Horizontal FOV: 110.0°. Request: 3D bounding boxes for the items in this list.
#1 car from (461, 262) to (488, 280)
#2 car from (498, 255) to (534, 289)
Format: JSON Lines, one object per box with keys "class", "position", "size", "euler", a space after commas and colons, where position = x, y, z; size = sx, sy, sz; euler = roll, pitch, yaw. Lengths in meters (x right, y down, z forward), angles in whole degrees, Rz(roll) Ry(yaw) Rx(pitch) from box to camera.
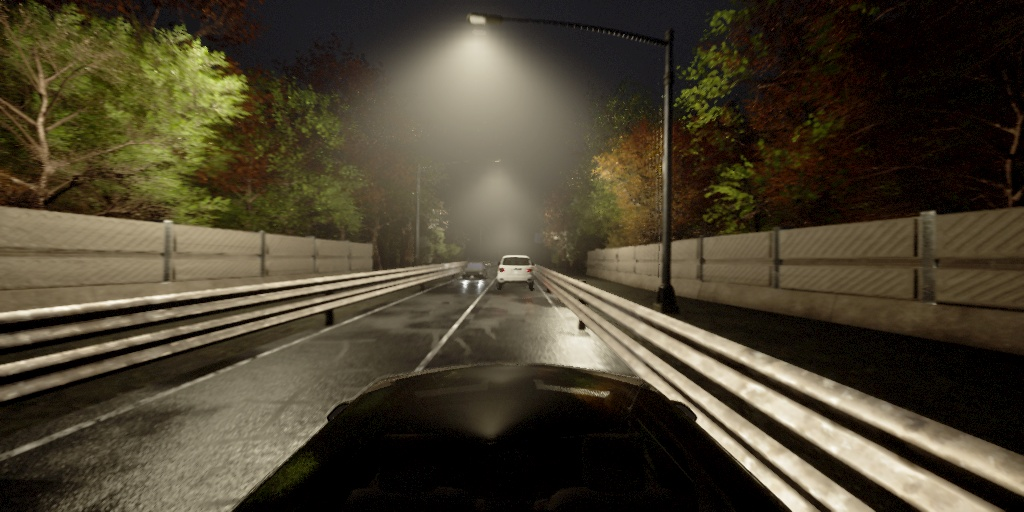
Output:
{"class": "car", "position": [-3.141, 1.270, 31.140], "size": [2.033, 1.411, 5.357], "euler": [1, 0, 1]}
{"class": "car", "position": [0.241, 0.974, 23.088], "size": [2.150, 2.045, 5.566], "euler": [1, 0, 0]}
